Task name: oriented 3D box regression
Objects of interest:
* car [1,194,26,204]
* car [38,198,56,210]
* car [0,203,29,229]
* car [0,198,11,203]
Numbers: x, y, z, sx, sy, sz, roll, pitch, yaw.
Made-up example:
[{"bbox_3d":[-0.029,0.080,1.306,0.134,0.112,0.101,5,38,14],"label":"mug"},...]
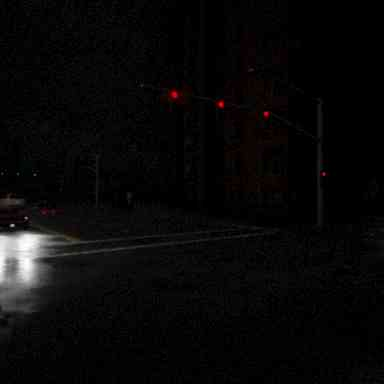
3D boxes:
[{"bbox_3d":[-22.741,1.235,42.166,2.150,2.045,5.566,0,0,-39],"label":"car"},{"bbox_3d":[-19.295,1.515,44.185,2.128,1.511,4.902,0,0,-31],"label":"car"},{"bbox_3d":[-11.564,1.608,20.843,1.895,1.301,4.718,0,0,-36],"label":"car"},{"bbox_3d":[-17.832,1.554,29.467,2.033,1.411,5.357,0,0,-36],"label":"car"}]
